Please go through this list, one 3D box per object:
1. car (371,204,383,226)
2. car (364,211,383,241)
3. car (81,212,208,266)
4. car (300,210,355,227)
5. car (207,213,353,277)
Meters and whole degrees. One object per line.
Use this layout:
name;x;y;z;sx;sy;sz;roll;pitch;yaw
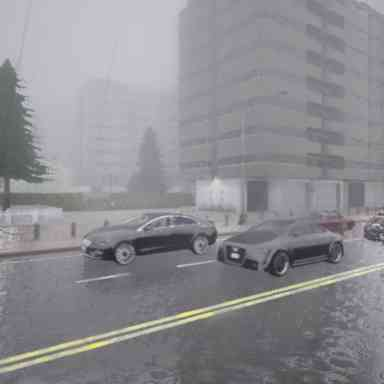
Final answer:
car;14.847;1.539;23.084;5.357;1.411;2.033;0;0;-35
car;9.906;1.347;15.300;4.553;1.767;2.097;0;0;-35
car;-1.318;1.483;11.637;4.902;1.511;2.128;0;0;-35
car;6.243;1.593;16.996;4.718;1.301;1.895;0;0;-35
car;2.805;1.558;10.269;4.181;1.385;1.994;0;0;-35
